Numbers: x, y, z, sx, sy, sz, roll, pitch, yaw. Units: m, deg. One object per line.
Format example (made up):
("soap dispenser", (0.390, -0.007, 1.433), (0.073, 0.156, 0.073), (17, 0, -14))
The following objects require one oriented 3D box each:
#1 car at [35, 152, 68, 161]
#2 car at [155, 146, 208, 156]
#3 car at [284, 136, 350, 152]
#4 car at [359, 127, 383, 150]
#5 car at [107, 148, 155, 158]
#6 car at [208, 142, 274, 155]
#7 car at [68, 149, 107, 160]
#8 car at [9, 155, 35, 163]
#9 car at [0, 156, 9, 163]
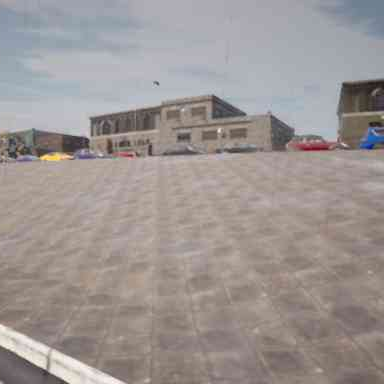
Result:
("car", (-15.202, -3.760, 37.987), (5.008, 1.535, 2.097), (1, 1, 32))
("car", (-0.591, -3.415, 29.764), (4.674, 1.452, 2.002), (1, 1, 28))
("car", (9.322, -3.358, 24.863), (4.553, 1.767, 2.185), (1, 1, 26))
("car", (14.423, -3.340, 22.524), (5.566, 2.045, 2.435), (2, 1, 25))
("car", (-5.455, -3.526, 32.371), (4.792, 1.488, 2.163), (1, 1, 29))
("car", (4.241, -3.354, 27.306), (4.892, 1.521, 2.231), (1, 1, 27))
("car", (-10.448, -3.785, 35.171), (4.553, 1.767, 2.185), (1, 1, 31))
("car", (-19.914, -3.821, 40.916), (4.674, 1.452, 2.002), (1, 1, 33))
("car", (-24.561, -3.957, 43.944), (4.892, 1.521, 2.231), (1, 1, 34))
